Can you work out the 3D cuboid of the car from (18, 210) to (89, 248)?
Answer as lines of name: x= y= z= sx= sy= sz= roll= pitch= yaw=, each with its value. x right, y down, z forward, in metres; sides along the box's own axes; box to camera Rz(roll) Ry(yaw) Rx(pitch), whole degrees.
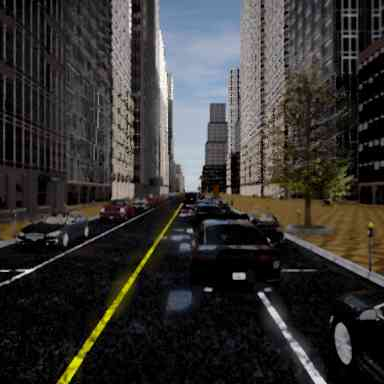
car: x=-5.702 y=1.471 z=14.209 sx=2.008 sy=1.369 sz=4.403 roll=0 pitch=0 yaw=0

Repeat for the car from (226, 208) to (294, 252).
car: x=2.678 y=1.471 z=14.199 sx=2.008 sy=1.369 sz=4.403 roll=0 pitch=0 yaw=0

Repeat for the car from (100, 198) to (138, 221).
car: x=-5.716 y=1.297 z=25.587 sx=1.967 sy=1.590 sz=4.097 roll=0 pitch=0 yaw=0

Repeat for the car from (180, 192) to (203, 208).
car: x=-0.041 y=0.983 z=43.208 sx=2.150 sy=2.045 sz=5.566 roll=0 pitch=0 yaw=0

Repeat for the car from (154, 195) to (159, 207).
car: x=-5.738 y=1.309 z=42.654 sx=1.887 sy=1.381 sz=4.507 roll=0 pitch=0 yaw=0

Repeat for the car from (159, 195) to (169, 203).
car: x=-5.760 y=1.218 z=59.722 sx=1.887 sy=1.381 sz=4.507 roll=0 pitch=0 yaw=0

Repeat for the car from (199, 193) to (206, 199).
car: x=2.592 y=1.080 z=82.635 sx=1.752 sy=1.417 sz=4.829 roll=0 pitch=0 yaw=0

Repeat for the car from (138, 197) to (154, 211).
car: x=-5.731 y=1.346 z=36.966 sx=2.008 sy=1.369 sz=4.403 roll=0 pitch=0 yaw=0

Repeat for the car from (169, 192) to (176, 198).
car: x=-5.803 y=1.049 z=93.856 sx=2.008 sy=1.369 sz=4.403 roll=0 pitch=0 yaw=0

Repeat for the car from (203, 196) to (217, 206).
car: x=2.635 y=1.315 z=48.332 sx=1.802 sy=1.307 sz=4.206 roll=0 pitch=0 yaw=0

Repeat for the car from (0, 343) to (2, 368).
car: x=-3.104 y=1.552 z=1.984 sx=1.994 sy=1.385 sz=4.181 roll=0 pitch=0 yaw=0

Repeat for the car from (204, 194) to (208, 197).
car: x=2.650 y=1.235 z=36.953 sx=1.967 sy=1.590 sz=4.097 roll=0 pitch=0 yaw=0

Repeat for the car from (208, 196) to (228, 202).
car: x=2.656 y=1.377 z=31.265 sx=2.008 sy=1.369 sz=4.403 roll=0 pitch=0 yaw=0

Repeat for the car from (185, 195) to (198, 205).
car: x=-0.068 y=1.248 z=54.402 sx=2.033 sy=1.411 sz=5.357 roll=0 pitch=0 yaw=0

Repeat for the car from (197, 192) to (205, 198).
car: x=2.579 y=0.813 z=93.841 sx=2.192 sy=1.841 sz=5.009 roll=0 pitch=0 yaw=0

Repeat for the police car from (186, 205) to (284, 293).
police car: x=0.889 y=1.375 z=8.875 sx=1.930 sy=1.638 sz=5.238 roll=0 pitch=0 yaw=0

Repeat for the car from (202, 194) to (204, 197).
car: x=2.642 y=1.308 z=42.643 sx=1.887 sy=1.381 sz=4.507 roll=0 pitch=0 yaw=0

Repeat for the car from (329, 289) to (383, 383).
car: x=2.693 y=1.534 z=2.821 sx=2.008 sy=1.369 sz=4.403 roll=0 pitch=0 yaw=0

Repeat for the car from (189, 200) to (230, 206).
car: x=0.876 y=1.400 z=18.766 sx=1.837 sy=1.490 sz=4.892 roll=0 pitch=0 yaw=0

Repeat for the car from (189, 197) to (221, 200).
car: x=0.868 y=1.367 z=24.766 sx=1.837 sy=1.490 sz=4.892 roll=0 pitch=0 yaw=0
